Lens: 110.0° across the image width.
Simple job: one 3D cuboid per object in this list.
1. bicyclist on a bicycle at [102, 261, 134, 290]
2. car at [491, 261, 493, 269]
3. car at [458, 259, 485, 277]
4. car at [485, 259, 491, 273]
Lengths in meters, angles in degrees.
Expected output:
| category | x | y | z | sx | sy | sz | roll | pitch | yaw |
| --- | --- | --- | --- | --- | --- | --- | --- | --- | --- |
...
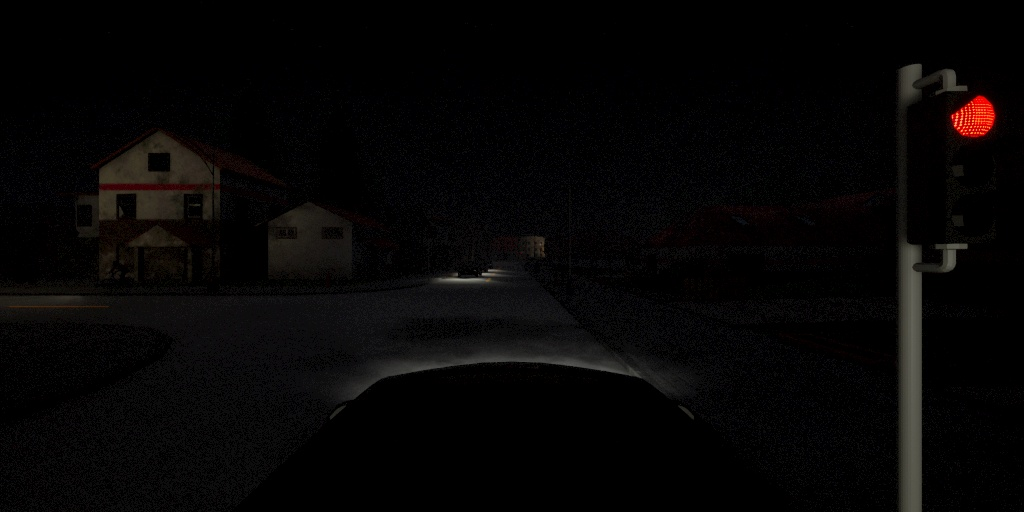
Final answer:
| category | x | y | z | sx | sy | sz | roll | pitch | yaw |
| --- | --- | --- | --- | --- | --- | --- | --- | --- | --- |
| bicyclist on a bicycle | -22.523 | 1.099 | 20.511 | 0.582 | 1.620 | 1.656 | 0 | 0 | 0 |
| car | -4.027 | 1.227 | 55.431 | 1.882 | 1.535 | 5.008 | 0 | 0 | 0 |
| car | -4.085 | 1.228 | 35.278 | 1.882 | 1.535 | 5.008 | 0 | 0 | 2 |
| car | -4.055 | 1.228 | 44.932 | 1.882 | 1.535 | 5.008 | 0 | 0 | 0 |
